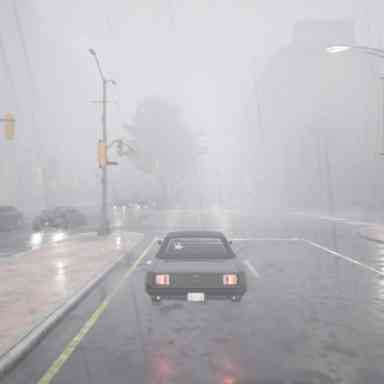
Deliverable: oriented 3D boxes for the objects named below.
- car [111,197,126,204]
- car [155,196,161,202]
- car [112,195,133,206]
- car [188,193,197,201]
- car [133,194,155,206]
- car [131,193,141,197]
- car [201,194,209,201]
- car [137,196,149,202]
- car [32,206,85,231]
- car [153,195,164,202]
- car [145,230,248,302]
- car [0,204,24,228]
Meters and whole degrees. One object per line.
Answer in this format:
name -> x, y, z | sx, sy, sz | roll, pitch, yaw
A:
car -> -14.723, 1.590, 66.869 | 1.895, 1.301, 4.718 | 0, 0, 0
car -> -7.978, 1.560, 68.443 | 1.994, 1.385, 4.181 | 0, 0, 0
car -> -11.566, 1.522, 55.161 | 1.812, 1.442, 4.674 | 0, 0, 0
car -> 0.034, 1.212, 86.507 | 2.150, 2.045, 5.566 | 0, 0, 0
car -> -8.066, 1.543, 56.559 | 2.033, 1.411, 5.357 | 0, 0, 0
car -> -11.474, 1.218, 68.197 | 2.150, 2.045, 5.566 | 0, 0, 0
car -> 3.534, 1.513, 86.892 | 2.128, 1.511, 4.902 | 0, 0, 0
car -> -11.469, 1.547, 78.033 | 1.994, 1.385, 4.181 | 0, 0, 0
car -> -8.093, 1.562, 20.506 | 1.994, 1.385, 4.181 | 0, 0, 0
car -> -7.969, 1.535, 78.858 | 2.033, 1.411, 5.357 | 0, 0, 0
car -> 0.078, 1.600, 8.209 | 1.895, 1.301, 4.718 | 0, 0, 0
car -> -11.594, 1.503, 19.251 | 1.837, 1.490, 4.892 | 0, 0, 0
